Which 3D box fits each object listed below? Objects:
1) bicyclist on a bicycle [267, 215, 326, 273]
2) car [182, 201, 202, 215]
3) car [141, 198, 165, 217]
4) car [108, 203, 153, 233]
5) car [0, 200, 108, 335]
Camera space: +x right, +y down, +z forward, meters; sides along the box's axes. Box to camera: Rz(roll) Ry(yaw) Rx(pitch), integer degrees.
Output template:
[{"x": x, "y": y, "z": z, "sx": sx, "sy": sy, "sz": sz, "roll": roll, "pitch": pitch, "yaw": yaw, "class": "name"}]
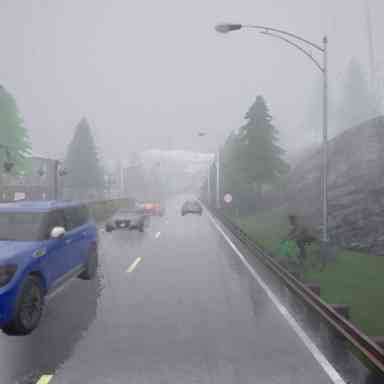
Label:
[{"x": 2.903, "y": 1.476, "z": 9.176, "sx": 1.656, "sy": 1.620, "sz": 0.582, "roll": 3, "pitch": 1, "yaw": -1, "class": "bicyclist on a bicycle"}, {"x": -0.014, "y": 1.563, "z": 33.549, "sx": 1.994, "sy": 1.385, "sz": 4.181, "roll": 0, "pitch": 0, "yaw": 0, "class": "car"}, {"x": -3.669, "y": 1.351, "z": 30.883, "sx": 2.097, "sy": 1.767, "sz": 4.553, "roll": 0, "pitch": 0, "yaw": 0, "class": "car"}, {"x": -3.660, "y": 1.564, "z": 19.513, "sx": 1.994, "sy": 1.385, "sz": 4.181, "roll": 0, "pitch": 0, "yaw": 0, "class": "car"}, {"x": -3.620, "y": 1.223, "z": 7.055, "sx": 2.150, "sy": 2.045, "sz": 5.566, "roll": 0, "pitch": 0, "yaw": 0, "class": "car"}]
